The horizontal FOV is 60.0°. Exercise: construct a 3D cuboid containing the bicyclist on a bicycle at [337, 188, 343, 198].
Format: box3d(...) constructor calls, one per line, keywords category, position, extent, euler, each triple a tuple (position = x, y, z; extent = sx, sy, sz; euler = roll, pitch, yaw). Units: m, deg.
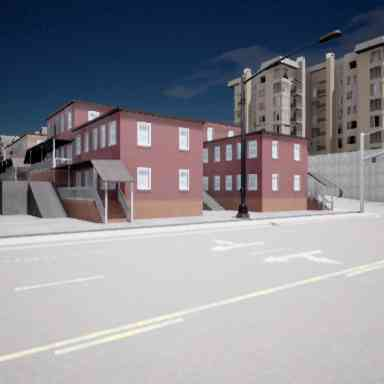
box3d(category="bicyclist on a bicycle", position=(24.486, 0.251, 54.794), extent=(1.656, 1.620, 0.582), euler=(0, 7, -35))
